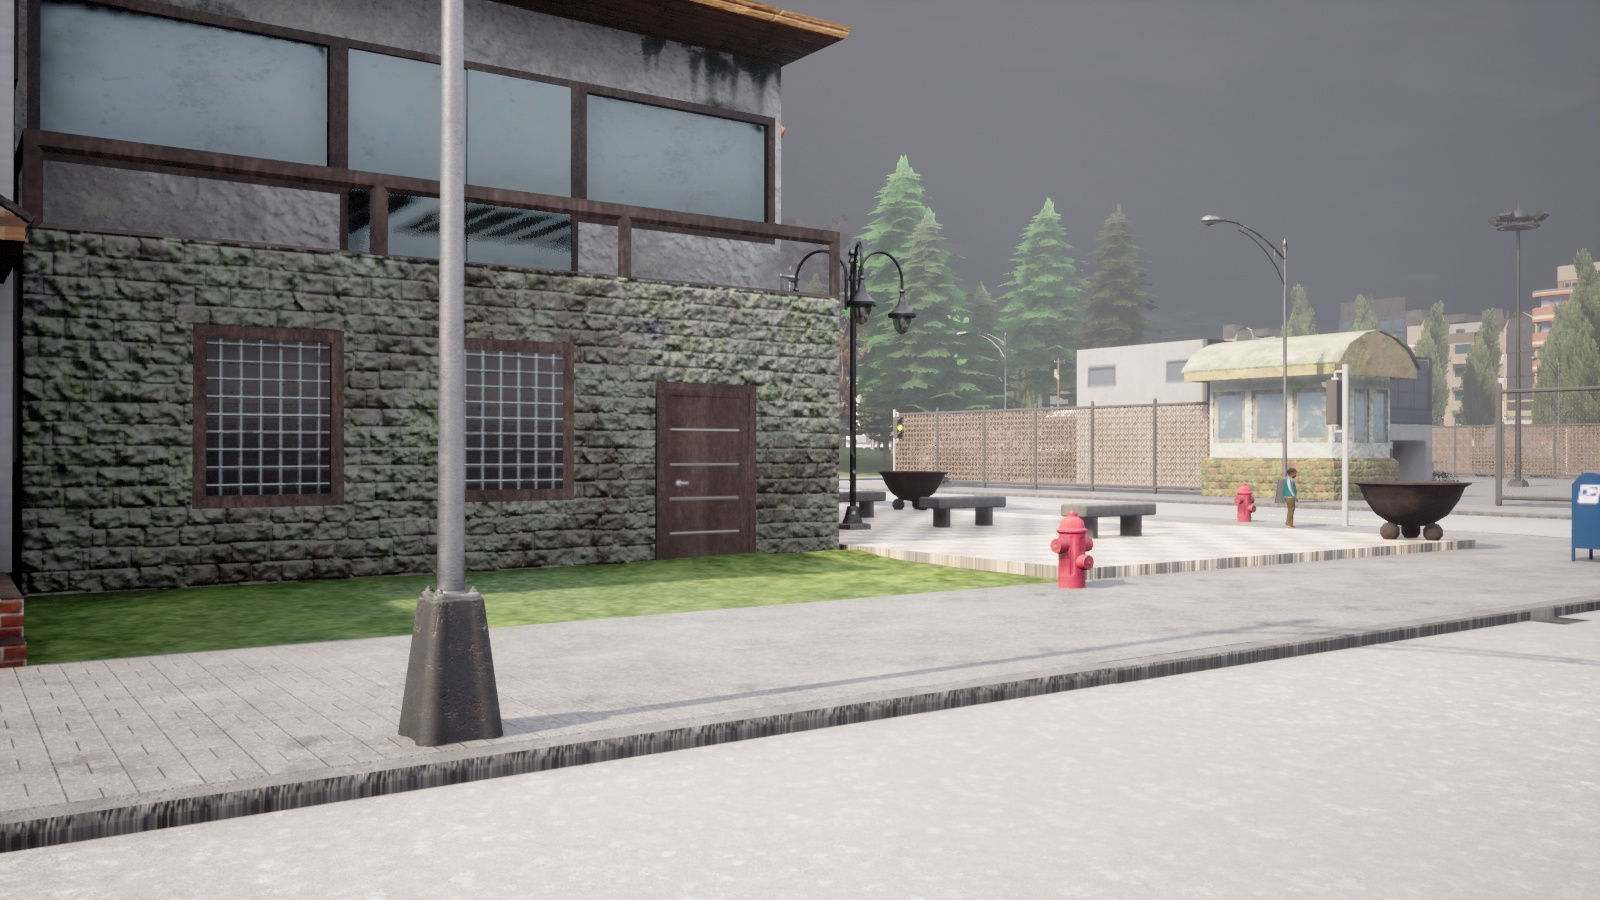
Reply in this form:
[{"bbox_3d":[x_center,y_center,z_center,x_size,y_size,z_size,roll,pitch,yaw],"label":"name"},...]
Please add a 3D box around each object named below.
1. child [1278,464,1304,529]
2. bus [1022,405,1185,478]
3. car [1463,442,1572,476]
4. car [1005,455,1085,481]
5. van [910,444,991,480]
[{"bbox_3d":[9.239,0.870,23.637,0.448,1.192,0.343,0,0,22],"label":"child"},{"bbox_3d":[18.819,-0.482,77.448,10.273,4.253,3.944,0,0,-35],"label":"bus"},{"bbox_3d":[45.294,0.562,79.356,2.150,2.045,5.566,0,0,-36],"label":"car"},{"bbox_3d":[13.435,0.949,68.815,4.181,1.385,1.994,0,0,-35],"label":"car"},{"bbox_3d":[8.448,0.651,70.230,4.442,1.987,1.775,0,0,-35],"label":"van"}]
